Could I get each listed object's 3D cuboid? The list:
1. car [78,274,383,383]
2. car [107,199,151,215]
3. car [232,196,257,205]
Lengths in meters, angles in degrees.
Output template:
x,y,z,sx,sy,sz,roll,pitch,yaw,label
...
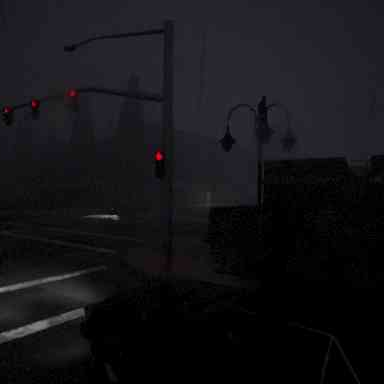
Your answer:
x,y,z,sx,sy,sz,roll,pitch,yaw,label
0.904,1.589,3.416,4.718,1.301,1.895,1,0,38,car
-5.706,1.337,30.391,1.994,1.385,4.181,1,0,37,car
7.664,1.257,48.097,1.882,1.535,5.008,1,0,37,car
